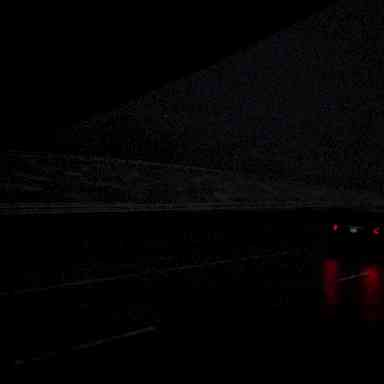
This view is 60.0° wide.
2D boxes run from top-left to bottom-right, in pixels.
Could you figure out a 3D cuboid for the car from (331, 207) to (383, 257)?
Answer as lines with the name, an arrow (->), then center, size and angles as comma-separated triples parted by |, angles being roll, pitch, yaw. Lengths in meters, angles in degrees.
car -> 7.815, 1.496, 13.743 | 4.553, 1.767, 2.097 | 1, -1, -35
